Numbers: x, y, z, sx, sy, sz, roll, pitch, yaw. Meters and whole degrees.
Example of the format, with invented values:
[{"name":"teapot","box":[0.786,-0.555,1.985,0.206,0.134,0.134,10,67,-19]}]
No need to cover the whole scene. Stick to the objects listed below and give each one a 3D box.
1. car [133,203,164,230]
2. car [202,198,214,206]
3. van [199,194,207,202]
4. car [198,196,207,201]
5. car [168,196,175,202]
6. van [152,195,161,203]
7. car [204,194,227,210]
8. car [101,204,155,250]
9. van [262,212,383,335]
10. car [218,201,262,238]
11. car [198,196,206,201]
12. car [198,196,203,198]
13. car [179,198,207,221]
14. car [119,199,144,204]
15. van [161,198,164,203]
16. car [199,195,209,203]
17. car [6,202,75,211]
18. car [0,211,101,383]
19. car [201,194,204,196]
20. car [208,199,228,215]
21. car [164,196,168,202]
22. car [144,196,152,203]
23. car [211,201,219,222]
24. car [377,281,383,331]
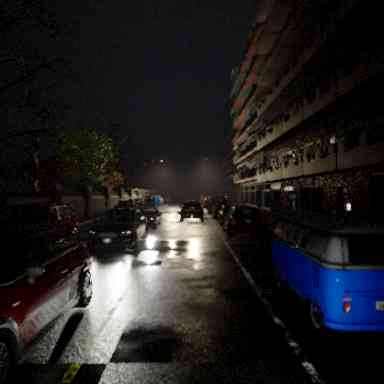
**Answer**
[{"name":"car","box":[-3.003,1.617,21.120,1.895,1.301,4.718,0,0,0]},{"name":"car","box":[2.684,1.654,57.152,1.802,1.307,4.206,0,0,0]},{"name":"van","box":[2.682,1.470,79.673,1.690,1.788,3.998,0,0,0]},{"name":"car","box":[2.681,1.710,85.303,1.947,1.339,4.313,0,0,0]},{"name":"car","box":[-5.698,1.654,79.502,1.752,1.417,4.829,0,0,0]},{"name":"van","box":[-5.694,1.391,45.891,1.690,1.788,3.998,0,0,0]},{"name":"car","box":[2.689,1.348,34.631,2.192,1.841,5.009,0,0,0]},{"name":"car","box":[-3.078,1.501,14.562,2.128,1.511,4.902,0,0,0]},{"name":"van","box":[2.692,1.345,6.481,1.690,1.788,3.998,0,0,0]},{"name":"car","box":[2.690,1.453,17.741,1.967,1.590,4.097,0,0,0]},{"name":"car","box":[2.680,1.709,90.934,2.008,1.369,4.403,0,0,0]},{"name":"car","box":[0.077,1.614,45.681,1.994,1.385,4.181,0,0,0]},{"name":"car","box":[0.024,1.530,27.022,1.837,1.490,4.892,0,0,0]},{"name":"car","box":[-5.692,1.465,29.001,1.967,1.590,4.097,0,0,0]},{"name":"van","box":[-5.694,1.401,51.520,1.690,1.788,3.998,0,0,0]},{"name":"car","box":[2.682,1.554,74.042,1.967,1.590,4.097,0,0,0]},{"name":"car","box":[-5.689,1.323,12.110,2.192,1.841,5.009,0,0,0]},{"name":"car","box":[-3.083,1.354,4.898,2.097,1.767,4.553,0,0,0]},{"name":"car","box":[2.686,1.501,51.521,1.967,1.590,4.097,0,0,0]},{"name":"car","box":[2.688,1.570,29.001,1.887,1.381,4.507,0,0,0]},{"name":"car","box":[-5.696,1.623,57.150,2.008,1.369,4.403,0,0,0]},{"name":"car","box":[-5.692,1.473,34.630,1.967,1.590,4.097,0,0,0]},{"name":"car","box":[2.689,1.570,23.371,2.008,1.369,4.403,0,0,0]},{"name":"car","box":[2.692,1.545,0.850,1.887,1.381,4.507,0,0,0]}]
